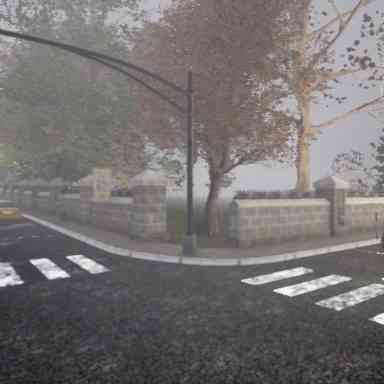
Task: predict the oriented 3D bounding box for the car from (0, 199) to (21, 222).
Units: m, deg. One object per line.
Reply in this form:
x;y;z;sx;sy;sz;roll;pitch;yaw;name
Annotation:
-12.128;1.125;21.299;1.752;1.417;4.829;1;0;-36;car

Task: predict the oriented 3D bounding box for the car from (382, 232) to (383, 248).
9.268;1.569;13.182;4.313;1.339;1.947;0;0;-36;car
